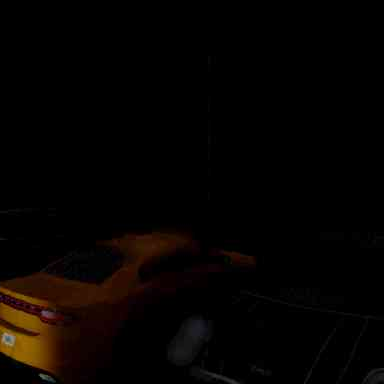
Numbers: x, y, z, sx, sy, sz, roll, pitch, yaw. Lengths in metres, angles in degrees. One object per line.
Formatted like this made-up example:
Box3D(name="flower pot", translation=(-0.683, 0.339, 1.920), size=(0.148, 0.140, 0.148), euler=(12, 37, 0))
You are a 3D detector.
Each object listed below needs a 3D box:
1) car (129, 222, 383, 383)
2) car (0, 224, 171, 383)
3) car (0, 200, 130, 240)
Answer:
Box3D(name="car", translation=(1.689, 1.351, 4.102), size=(2.185, 1.767, 4.553), euler=(0, 0, 35))
Box3D(name="car", translation=(-0.577, 1.467, 5.673), size=(2.097, 1.535, 5.008), euler=(0, 0, 35))
Box3D(name="car", translation=(-2.905, 1.205, 7.373), size=(2.435, 2.045, 5.566), euler=(0, 0, 35))
